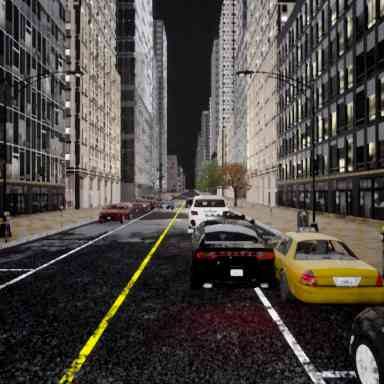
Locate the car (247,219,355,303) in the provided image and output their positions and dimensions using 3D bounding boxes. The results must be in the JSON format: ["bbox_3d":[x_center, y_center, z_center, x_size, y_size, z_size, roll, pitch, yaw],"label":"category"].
[{"bbox_3d":[2.700,1.524,8.105,1.752,1.417,4.829,0,0,0],"label":"car"}]

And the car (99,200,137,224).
[{"bbox_3d":[-5.672,1.531,24.974,1.887,1.381,4.507,0,0,0],"label":"car"}]

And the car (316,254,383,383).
[{"bbox_3d":[2.696,1.551,2.259,2.008,1.369,4.403,0,0,0],"label":"car"}]

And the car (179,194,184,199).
[{"bbox_3d":[-2.951,1.384,94.014,2.033,1.411,5.357,0,0,0],"label":"car"}]

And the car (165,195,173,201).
[{"bbox_3d":[-5.641,1.400,81.561,1.752,1.417,4.829,1,0,0],"label":"car"}]

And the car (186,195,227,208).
[{"bbox_3d":[0.910,1.217,19.202,2.150,2.045,5.566,0,0,0],"label":"car"}]

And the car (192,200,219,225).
[{"bbox_3d":[0.912,1.464,25.172,1.882,1.535,5.008,0,0,0],"label":"car"}]

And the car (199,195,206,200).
[{"bbox_3d":[2.742,1.402,87.383,1.887,1.381,4.507,1,0,0],"label":"car"}]

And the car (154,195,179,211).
[{"bbox_3d":[-3.078,1.459,39.895,2.128,1.511,4.902,0,0,0],"label":"car"}]

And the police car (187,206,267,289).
[{"bbox_3d":[0.904,1.423,9.282,1.930,1.638,5.238,0,0,0],"label":"police car"}]

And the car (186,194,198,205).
[{"bbox_3d":[0.030,1.284,59.625,2.097,1.767,4.553,0,0,0],"label":"car"}]

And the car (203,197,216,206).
[{"bbox_3d":[2.724,1.527,53.333,1.802,1.307,4.206,1,0,0],"label":"car"}]

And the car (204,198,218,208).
[{"bbox_3d":[2.720,1.538,47.659,1.802,1.307,4.206,1,0,0],"label":"car"}]

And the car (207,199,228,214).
[{"bbox_3d":[2.715,1.539,36.310,1.947,1.339,4.313,0,0,0],"label":"car"}]

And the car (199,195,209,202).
[{"bbox_3d":[2.736,1.457,76.033,1.947,1.339,4.313,1,0,0],"label":"car"}]

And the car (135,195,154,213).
[{"bbox_3d":[-5.665,1.413,36.327,1.967,1.590,4.097,0,0,0],"label":"car"}]

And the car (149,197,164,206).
[{"bbox_3d":[-5.657,1.527,53.352,1.802,1.307,4.206,1,0,0],"label":"car"}]

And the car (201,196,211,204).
[{"bbox_3d":[2.730,1.445,64.853,1.752,1.417,4.829,1,0,0],"label":"car"}]

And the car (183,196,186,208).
[{"bbox_3d":[0.036,1.463,46.038,1.837,1.490,4.892,0,0,0],"label":"car"}]
